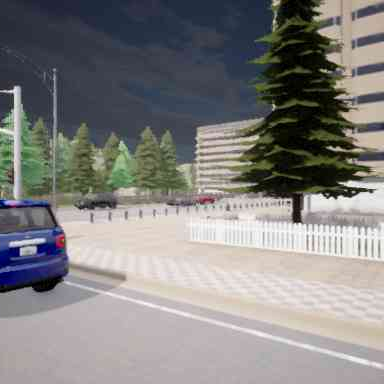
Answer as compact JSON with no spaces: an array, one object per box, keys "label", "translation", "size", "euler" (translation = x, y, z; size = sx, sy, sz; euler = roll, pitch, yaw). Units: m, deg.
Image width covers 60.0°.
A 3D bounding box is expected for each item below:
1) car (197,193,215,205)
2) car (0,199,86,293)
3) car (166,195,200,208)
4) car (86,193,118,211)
[{"label":"car","translation":[2.022,1.204,60.267],"size":[2.150,2.045,5.566],"euler":[0,0,36]},{"label":"car","translation":[-5.151,1.211,7.640],"size":[5.566,2.045,2.150],"euler":[-1,-1,36]},{"label":"car","translation":[-1.520,1.538,49.430],"size":[2.033,1.411,5.357],"euler":[0,0,36]},{"label":"car","translation":[-11.699,1.210,41.233],"size":[2.150,2.045,5.566],"euler":[0,0,36]}]
